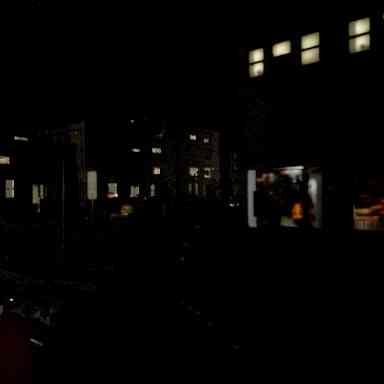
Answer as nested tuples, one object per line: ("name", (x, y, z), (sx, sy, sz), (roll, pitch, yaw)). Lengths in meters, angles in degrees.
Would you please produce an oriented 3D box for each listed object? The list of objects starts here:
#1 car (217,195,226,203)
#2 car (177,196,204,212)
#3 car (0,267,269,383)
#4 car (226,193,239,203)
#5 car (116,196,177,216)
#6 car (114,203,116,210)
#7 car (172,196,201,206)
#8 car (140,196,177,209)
("car", (5.750, 1.125, 54.760), (1.802, 1.307, 4.206), (0, 0, 36))
("car", (-0.510, 1.173, 31.935), (2.008, 1.369, 4.403), (0, 0, 36))
("car", (-1.212, 1.576, 3.908), (4.206, 1.307, 1.802), (0, -1, 36))
("car", (8.003, 0.852, 53.319), (2.097, 1.767, 4.553), (-1, 0, 36))
("car", (-3.668, 1.198, 27.600), (1.752, 1.417, 4.829), (0, 0, 36))
("car", (-5.844, 1.198, 34.455), (1.882, 1.535, 5.008), (-1, 0, 36))
("car", (-0.765, 1.228, 45.815), (1.802, 1.307, 4.206), (0, 0, 36))
("car", (-4.124, 1.225, 41.205), (1.752, 1.417, 4.829), (0, 0, 36))
